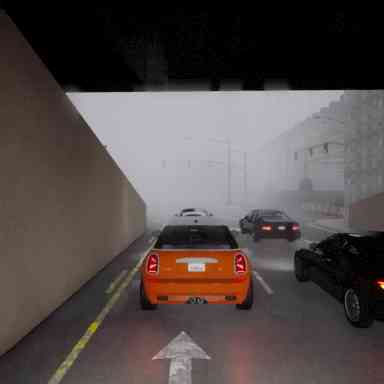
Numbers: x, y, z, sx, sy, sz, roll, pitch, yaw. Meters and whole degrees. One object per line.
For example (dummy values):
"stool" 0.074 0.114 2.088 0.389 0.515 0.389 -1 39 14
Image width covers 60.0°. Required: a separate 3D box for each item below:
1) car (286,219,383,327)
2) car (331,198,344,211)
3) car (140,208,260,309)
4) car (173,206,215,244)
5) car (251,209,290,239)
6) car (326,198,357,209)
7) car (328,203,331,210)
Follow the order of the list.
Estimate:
"car" 3.585 1.526 6.870 1.812 1.442 4.674 0 0 0
"car" 17.424 1.453 34.254 2.038 1.542 4.974 0 0 -35
"car" 0.087 1.352 8.013 2.097 1.767 4.553 0 0 0
"car" 0.095 1.526 16.691 1.812 1.442 4.674 0 0 0
"car" 3.628 1.547 16.362 2.033 1.411 5.357 0 0 -3
"car" 17.563 1.295 38.898 1.853 1.218 4.536 0 0 45
"car" 17.527 1.453 38.861 2.038 1.542 4.974 0 0 45
